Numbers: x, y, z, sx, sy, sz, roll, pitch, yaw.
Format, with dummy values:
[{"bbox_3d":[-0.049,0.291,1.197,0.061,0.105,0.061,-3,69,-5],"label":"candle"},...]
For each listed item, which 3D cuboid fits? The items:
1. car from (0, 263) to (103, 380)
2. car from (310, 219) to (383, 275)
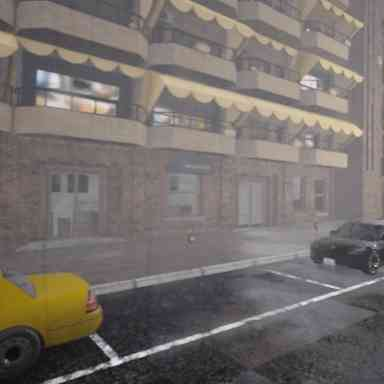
[{"bbox_3d":[-3.577,1.526,3.949,4.829,1.417,1.752,0,1,-35],"label":"car"},{"bbox_3d":[5.592,1.562,10.492,4.313,1.339,1.947,0,1,-35],"label":"car"}]
